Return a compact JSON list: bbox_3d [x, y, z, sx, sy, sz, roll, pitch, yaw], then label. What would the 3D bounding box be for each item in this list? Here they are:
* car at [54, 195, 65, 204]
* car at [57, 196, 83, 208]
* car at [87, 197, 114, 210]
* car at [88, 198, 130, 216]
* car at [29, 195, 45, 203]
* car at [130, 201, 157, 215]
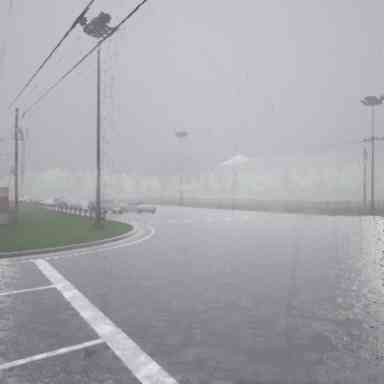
[{"bbox_3d":[-23.325,1.392,59.945,2.097,1.767,4.553,0,0,-35],"label":"car"},{"bbox_3d":[-15.702,1.557,43.324,1.812,1.442,4.674,0,0,-36],"label":"car"},{"bbox_3d":[-12.406,1.518,44.742,1.882,1.535,5.008,0,0,-36],"label":"car"},{"bbox_3d":[-8.461,1.523,33.308,2.128,1.511,4.902,0,0,-36],"label":"car"},{"bbox_3d":[-28.485,1.381,61.147,2.097,1.767,4.553,0,0,-36],"label":"car"},{"bbox_3d":[-5.556,1.642,35.263,1.895,1.301,4.718,0,0,-36],"label":"car"}]
